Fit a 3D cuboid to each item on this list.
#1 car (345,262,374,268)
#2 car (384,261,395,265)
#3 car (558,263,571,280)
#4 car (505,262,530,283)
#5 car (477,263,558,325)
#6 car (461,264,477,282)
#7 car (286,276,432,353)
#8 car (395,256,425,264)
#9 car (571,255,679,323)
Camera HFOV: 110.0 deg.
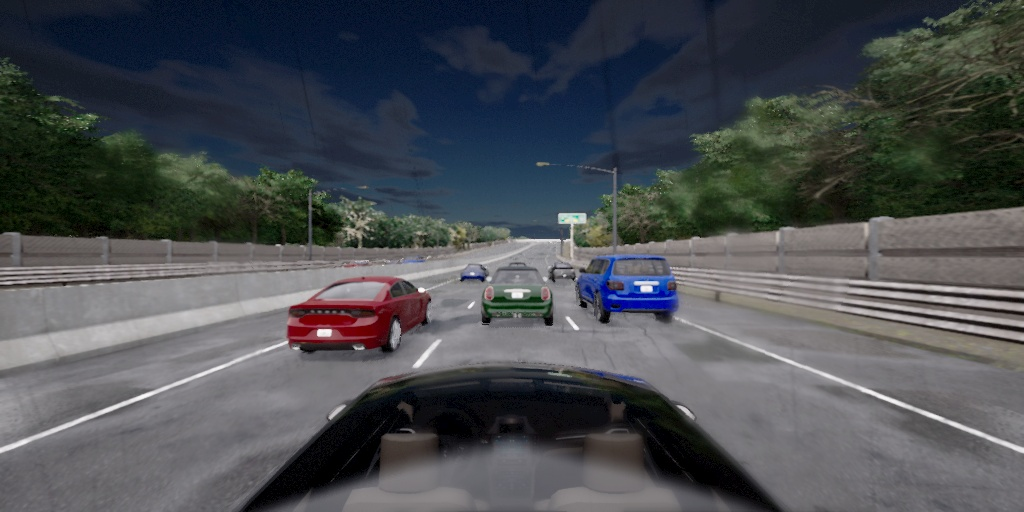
[{"bbox_3d":[-20.143,1.385,47.415,1.895,1.301,4.718,0,0,3],"label":"car"},{"bbox_3d":[-16.518,1.351,50.081,1.994,1.385,4.181,0,0,3],"label":"car"},{"bbox_3d":[3.962,1.276,29.025,2.128,1.511,4.902,0,0,1],"label":"car"},{"bbox_3d":[0.463,1.287,29.127,1.837,1.490,4.892,0,0,1],"label":"car"},{"bbox_3d":[0.171,1.114,12.094,2.097,1.767,4.553,0,0,1],"label":"car"},{"bbox_3d":[-3.022,1.345,29.723,1.994,1.385,4.181,0,0,1],"label":"car"},{"bbox_3d":[-3.360,1.235,8.923,1.882,1.535,5.008,0,0,0],"label":"car"},{"bbox_3d":[-13.137,1.012,47.591,2.150,2.045,5.566,0,0,3],"label":"car"},{"bbox_3d":[3.670,0.986,12.383,2.150,2.045,5.566,0,0,1],"label":"car"}]
